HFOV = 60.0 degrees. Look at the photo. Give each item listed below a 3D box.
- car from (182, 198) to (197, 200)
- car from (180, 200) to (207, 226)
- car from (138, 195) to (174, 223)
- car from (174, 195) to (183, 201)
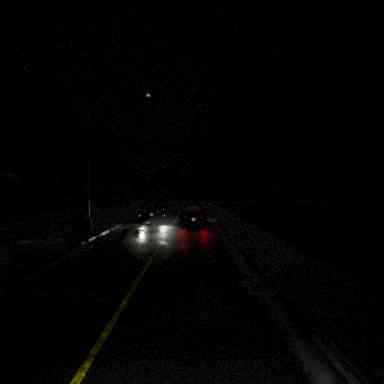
[{"bbox_3d":[0.090,1.632,42.536,2.033,1.411,5.357,0,0,0],"label":"car"},{"bbox_3d":[0.095,1.544,23.465,1.812,1.442,4.674,0,0,0],"label":"car"},{"bbox_3d":[-2.853,1.244,26.243,2.150,2.045,5.566,0,0,0],"label":"car"},{"bbox_3d":[-2.764,1.367,67.019,1.882,1.535,5.008,0,-1,0],"label":"car"}]
